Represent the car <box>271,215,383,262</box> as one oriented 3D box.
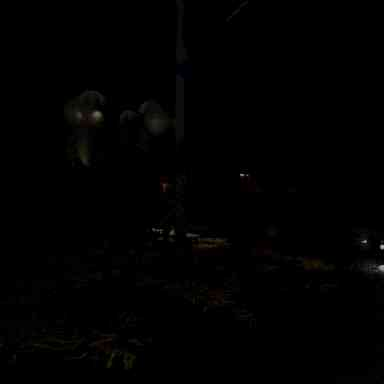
[{"bbox_3d":[4.939,1.564,12.225,1.994,1.385,4.181,0,0,-34],"label":"car"}]
